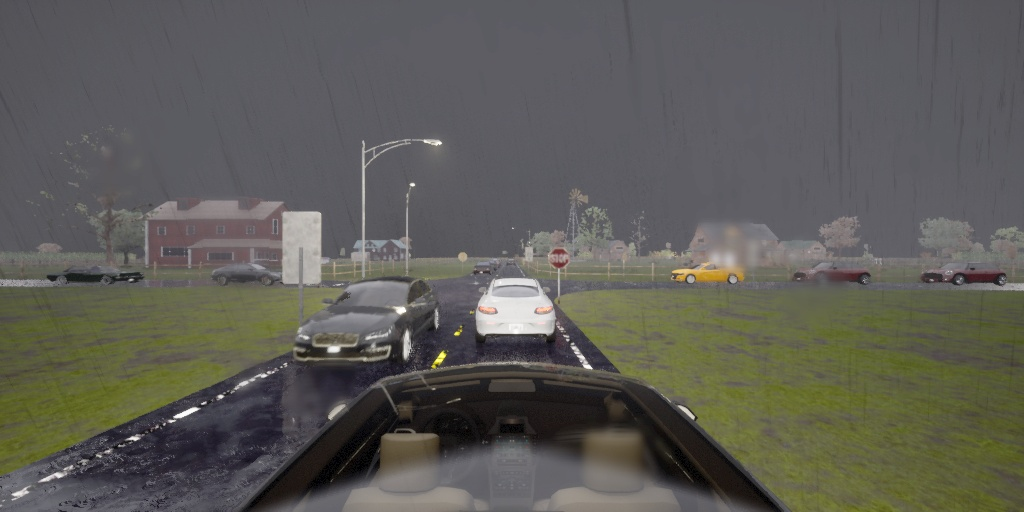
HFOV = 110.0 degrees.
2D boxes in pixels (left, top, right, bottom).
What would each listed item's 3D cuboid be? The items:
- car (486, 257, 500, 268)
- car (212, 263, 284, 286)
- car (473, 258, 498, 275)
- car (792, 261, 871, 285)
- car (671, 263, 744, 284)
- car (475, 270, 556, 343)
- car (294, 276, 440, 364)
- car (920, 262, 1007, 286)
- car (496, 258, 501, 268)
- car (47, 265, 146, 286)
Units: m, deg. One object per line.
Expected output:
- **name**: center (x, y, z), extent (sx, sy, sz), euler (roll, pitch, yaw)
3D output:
- **car**: center (-3.036, 1.078, 59.142), extent (2.097, 1.767, 4.553), euler (0, 0, 0)
- **car**: center (-17.304, 1.223, 23.944), extent (4.674, 1.442, 1.812), euler (0, 0, 0)
- **car**: center (-3.043, 1.286, 39.138), extent (2.033, 1.411, 5.357), euler (0, 0, 2)
- **car**: center (23.691, 1.181, 26.728), extent (4.553, 1.767, 2.097), euler (0, 0, 0)
- **car**: center (14.515, 1.271, 26.762), extent (5.008, 1.535, 1.882), euler (0, 0, 0)
- **car**: center (0.073, 1.274, 9.569), extent (1.812, 1.442, 4.674), euler (0, 0, 0)
- **car**: center (-2.895, 1.253, 8.212), extent (1.837, 1.490, 4.892), euler (0, 0, -1)
- **car**: center (33.443, 1.223, 26.679), extent (4.553, 1.767, 2.097), euler (0, 0, 0)
- **car**: center (-3.014, 1.280, 49.458), extent (2.033, 1.411, 5.357), euler (0, 0, 0)
- **car**: center (-27.670, 1.270, 23.978), extent (4.718, 1.301, 1.895), euler (0, 0, 0)
